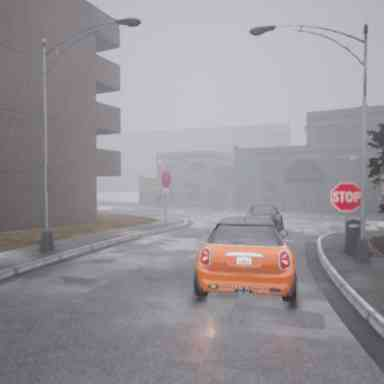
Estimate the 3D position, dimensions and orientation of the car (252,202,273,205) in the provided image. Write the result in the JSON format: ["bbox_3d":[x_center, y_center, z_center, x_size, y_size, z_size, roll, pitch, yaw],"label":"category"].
[{"bbox_3d":[4.269,1.463,20.247,2.097,1.767,4.553,1,0,9],"label":"car"}]

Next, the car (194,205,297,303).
[{"bbox_3d":[1.414,1.394,8.651,2.097,1.767,4.553,0,0,10],"label":"car"}]
